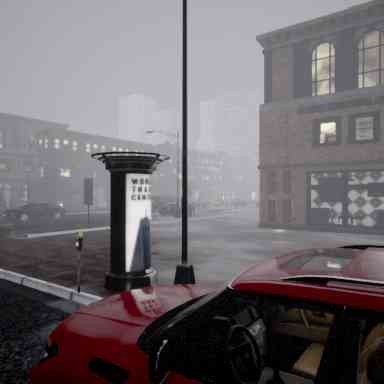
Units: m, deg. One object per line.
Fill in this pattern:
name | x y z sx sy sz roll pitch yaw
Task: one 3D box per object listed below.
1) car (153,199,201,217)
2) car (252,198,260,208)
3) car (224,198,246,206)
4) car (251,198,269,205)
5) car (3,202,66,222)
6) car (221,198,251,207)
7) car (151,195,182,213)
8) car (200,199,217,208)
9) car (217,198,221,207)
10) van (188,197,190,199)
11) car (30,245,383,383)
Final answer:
car | -1.396 1.669 32.890 1.887 1.381 4.507 0 0 36
car | 11.417 1.676 50.900 1.967 1.590 4.097 0 -1 36
car | 7.814 1.815 60.269 2.008 1.369 4.403 0 -1 36
car | 14.243 1.876 69.259 2.008 1.369 4.403 0 -1 36
car | -12.732 1.578 27.114 1.837 1.490 4.892 0 0 34
car | 7.369 1.739 55.014 2.128 1.511 4.902 0 0 36
car | -4.098 1.353 39.148 2.150 2.045 5.566 0 1 36
car | 1.386 1.756 51.278 2.008 1.369 4.403 0 0 36
car | 4.501 1.759 55.635 1.752 1.417 4.829 0 -1 36
van | -1.829 1.518 46.785 1.690 1.788 3.998 0 0 36
car | 1.033 1.315 2.138 5.009 1.841 2.192 0 0 36
